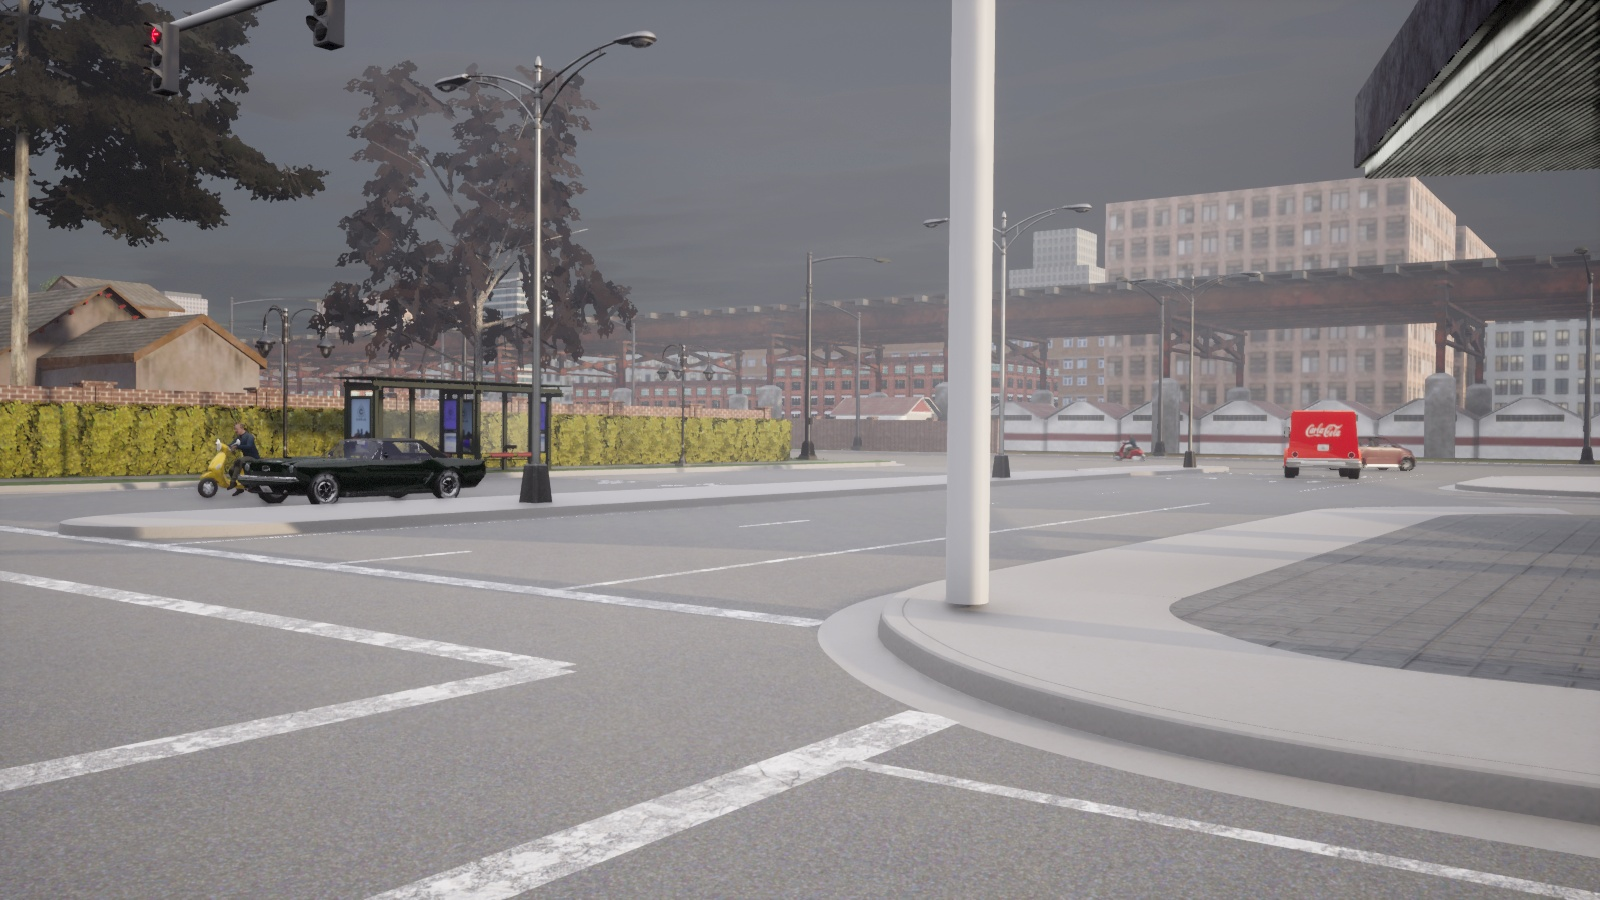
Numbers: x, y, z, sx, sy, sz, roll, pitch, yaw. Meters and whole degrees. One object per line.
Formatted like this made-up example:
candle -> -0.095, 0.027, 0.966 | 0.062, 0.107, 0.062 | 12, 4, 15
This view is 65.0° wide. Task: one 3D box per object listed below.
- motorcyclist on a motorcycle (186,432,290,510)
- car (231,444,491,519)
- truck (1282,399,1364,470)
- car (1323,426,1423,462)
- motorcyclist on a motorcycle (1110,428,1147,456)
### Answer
motorcyclist on a motorcycle -> -11.985, 0.427, 26.842 | 0.866, 1.590, 1.817 | 0, 1, 35
car -> -8.724, 0.564, 25.371 | 1.895, 1.301, 4.718 | 0, 1, 35
truck -> 19.224, -0.563, 46.375 | 2.627, 2.467, 5.204 | 0, 1, 21
car -> 25.497, -0.284, 55.885 | 3.705, 1.549, 1.789 | -1, 0, -13
motorcyclist on a motorcycle -> 18.696, -0.460, 71.453 | 1.817, 1.590, 0.866 | 0, 1, 35
